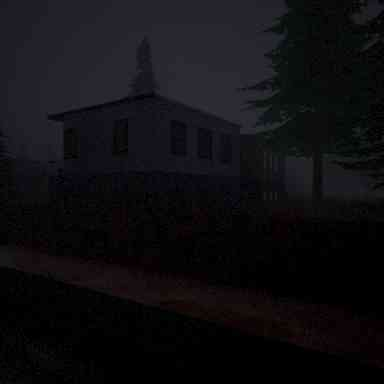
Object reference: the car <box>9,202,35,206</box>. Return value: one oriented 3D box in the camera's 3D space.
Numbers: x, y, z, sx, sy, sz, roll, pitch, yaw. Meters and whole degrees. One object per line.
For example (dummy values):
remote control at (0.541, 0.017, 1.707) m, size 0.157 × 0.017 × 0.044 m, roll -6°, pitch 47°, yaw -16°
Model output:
car at (-15.225, 1.582, 28.833) m, size 1.895 × 1.301 × 4.718 m, roll 0°, pitch 0°, yaw 28°
